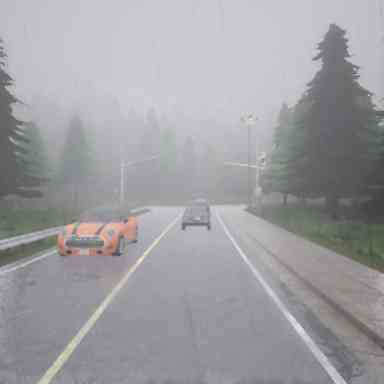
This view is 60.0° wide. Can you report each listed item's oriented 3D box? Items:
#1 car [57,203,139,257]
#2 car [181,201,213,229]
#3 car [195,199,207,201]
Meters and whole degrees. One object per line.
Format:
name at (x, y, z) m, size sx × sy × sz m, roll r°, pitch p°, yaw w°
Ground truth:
car at (-3.428, 1.350, 12.951) m, size 2.097 × 1.767 × 4.553 m, roll 0°, pitch 0°, yaw 1°
car at (0.327, 1.545, 21.370) m, size 2.033 × 1.411 × 5.357 m, roll 0°, pitch 0°, yaw 2°
car at (1.017, 1.501, 36.607) m, size 1.837 × 1.490 × 4.892 m, roll 0°, pitch 0°, yaw 4°
